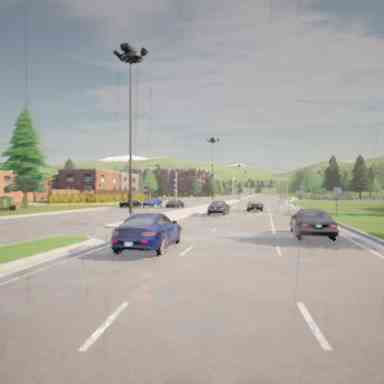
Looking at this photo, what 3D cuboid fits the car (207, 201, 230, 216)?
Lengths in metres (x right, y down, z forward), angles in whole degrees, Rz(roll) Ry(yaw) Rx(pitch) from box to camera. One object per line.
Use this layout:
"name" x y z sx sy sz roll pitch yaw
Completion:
"car" 2.790 1.635 34.347 2.033 1.411 5.357 0 0 12

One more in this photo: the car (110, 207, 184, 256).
"car" -1.678 1.559 13.278 1.812 1.442 4.674 0 0 10

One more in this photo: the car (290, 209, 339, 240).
"car" 6.232 1.594 17.377 2.033 1.411 5.357 0 0 12

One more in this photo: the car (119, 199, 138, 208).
"car" -9.242 1.724 49.890 1.895 1.301 4.718 0 0 13

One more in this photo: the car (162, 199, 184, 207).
"car" -2.439 1.688 48.245 1.994 1.385 4.181 0 0 13

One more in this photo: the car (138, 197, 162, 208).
"car" -5.792 1.520 49.279 1.882 1.535 5.008 0 0 12

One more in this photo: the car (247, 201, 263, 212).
"car" 7.854 1.708 41.045 1.895 1.301 4.718 0 0 12
